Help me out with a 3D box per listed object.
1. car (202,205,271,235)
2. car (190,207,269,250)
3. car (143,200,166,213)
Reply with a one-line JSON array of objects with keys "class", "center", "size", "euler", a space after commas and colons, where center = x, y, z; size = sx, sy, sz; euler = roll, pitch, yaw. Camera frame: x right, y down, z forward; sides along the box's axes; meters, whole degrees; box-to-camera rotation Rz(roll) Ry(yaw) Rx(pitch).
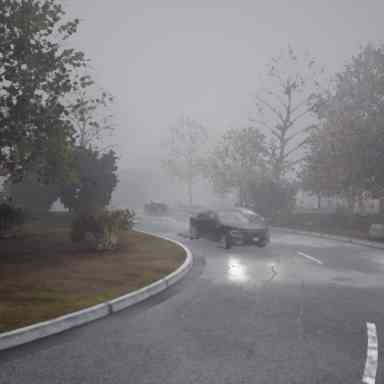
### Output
[{"class": "car", "center": [2.571, 1.653, 20.647], "size": [1.812, 1.442, 4.674], "euler": [1, 0, -29]}, {"class": "car", "center": [1.514, 1.551, 15.046], "size": [1.882, 1.535, 5.008], "euler": [1, -1, -22]}, {"class": "car", "center": [-4.489, 1.693, 39.690], "size": [1.837, 1.490, 4.892], "euler": [2, -1, -21]}]
